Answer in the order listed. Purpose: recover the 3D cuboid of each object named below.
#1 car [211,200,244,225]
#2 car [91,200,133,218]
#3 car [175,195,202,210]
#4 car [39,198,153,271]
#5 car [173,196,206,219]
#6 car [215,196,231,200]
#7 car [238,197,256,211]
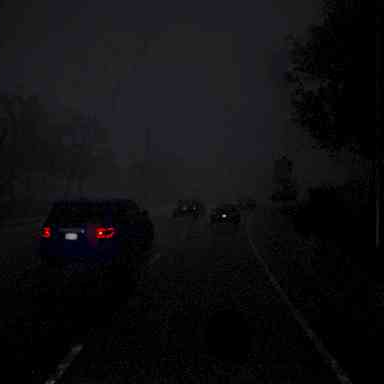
[{"bbox_3d":[2.508,1.567,24.212,1.994,1.385,4.181,0,0,10],"label":"car"},{"bbox_3d":[-7.190,1.493,30.404,1.812,1.442,4.674,0,0,12],"label":"car"},{"bbox_3d":[-0.343,1.334,42.854,2.097,1.767,4.553,0,0,18],"label":"car"},{"bbox_3d":[-2.812,1.212,11.061,2.150,2.045,5.566,0,0,5],"label":"car"},{"bbox_3d":[-0.142,1.344,28.930,2.097,1.767,4.553,0,0,12],"label":"car"},{"bbox_3d":[6.298,1.503,68.533,1.895,1.301,4.718,0,0,27],"label":"car"},{"bbox_3d":[6.799,1.364,41.584,2.097,1.767,4.553,0,0,17],"label":"car"}]
